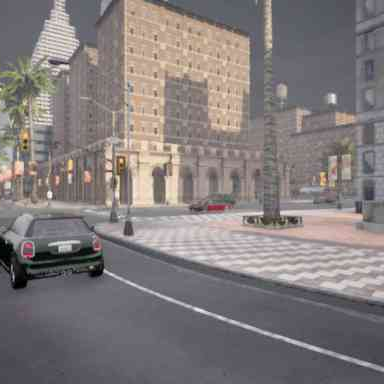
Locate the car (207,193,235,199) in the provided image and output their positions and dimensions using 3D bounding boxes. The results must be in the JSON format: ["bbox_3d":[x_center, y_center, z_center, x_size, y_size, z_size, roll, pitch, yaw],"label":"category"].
[{"bbox_3d":[3.465,1.205,45.537,5.566,2.045,2.150,0,0,-33],"label":"car"}]

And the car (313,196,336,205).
[{"bbox_3d":[23.347,1.494,58.564,4.892,1.490,1.837,0,0,-33],"label":"car"}]

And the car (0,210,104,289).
[{"bbox_3d":[-4.247,1.347,9.553,2.097,1.767,4.553,0,0,-36],"label":"car"}]

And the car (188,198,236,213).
[{"bbox_3d":[2.004,1.588,36.056,4.718,1.301,1.895,0,0,-32],"label":"car"}]
